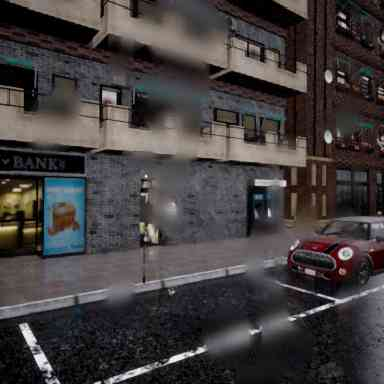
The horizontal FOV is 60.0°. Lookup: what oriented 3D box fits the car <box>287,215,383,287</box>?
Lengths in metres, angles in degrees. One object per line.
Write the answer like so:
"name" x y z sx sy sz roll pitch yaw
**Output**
"car" 4.530 1.442 9.327 4.097 1.590 1.967 0 1 -36
